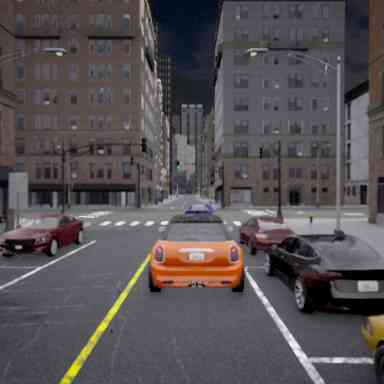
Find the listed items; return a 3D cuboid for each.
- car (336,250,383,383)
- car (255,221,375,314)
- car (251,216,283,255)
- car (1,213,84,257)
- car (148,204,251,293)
[{"bbox_3d":[2.869,1.528,2.091,1.752,1.417,4.829,-1,0,0],"label":"car"},{"bbox_3d":[2.877,1.577,7.507,1.947,1.339,4.313,-1,0,0],"label":"car"},{"bbox_3d":[2.885,1.601,13.093,1.802,1.307,4.206,-1,0,0],"label":"car"},{"bbox_3d":[-5.660,1.564,13.102,1.887,1.381,4.507,-1,0,0],"label":"car"},{"bbox_3d":[0.108,1.366,9.038,2.097,1.767,4.553,0,0,0],"label":"car"}]
